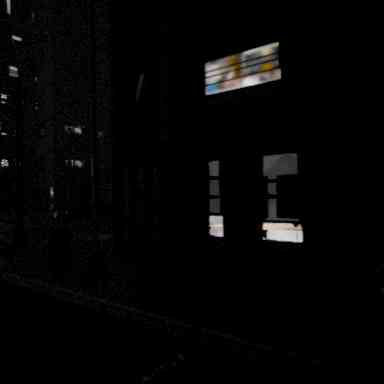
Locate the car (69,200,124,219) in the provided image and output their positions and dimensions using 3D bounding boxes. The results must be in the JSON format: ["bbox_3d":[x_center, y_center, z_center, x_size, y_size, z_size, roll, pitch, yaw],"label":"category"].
[{"bbox_3d":[-8.357,1.488,29.443,1.887,1.381,4.507,-1,0,36],"label":"car"}]

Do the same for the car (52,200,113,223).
[{"bbox_3d":[-8.133,1.407,25.207,2.128,1.511,4.902,-1,0,36],"label":"car"}]
